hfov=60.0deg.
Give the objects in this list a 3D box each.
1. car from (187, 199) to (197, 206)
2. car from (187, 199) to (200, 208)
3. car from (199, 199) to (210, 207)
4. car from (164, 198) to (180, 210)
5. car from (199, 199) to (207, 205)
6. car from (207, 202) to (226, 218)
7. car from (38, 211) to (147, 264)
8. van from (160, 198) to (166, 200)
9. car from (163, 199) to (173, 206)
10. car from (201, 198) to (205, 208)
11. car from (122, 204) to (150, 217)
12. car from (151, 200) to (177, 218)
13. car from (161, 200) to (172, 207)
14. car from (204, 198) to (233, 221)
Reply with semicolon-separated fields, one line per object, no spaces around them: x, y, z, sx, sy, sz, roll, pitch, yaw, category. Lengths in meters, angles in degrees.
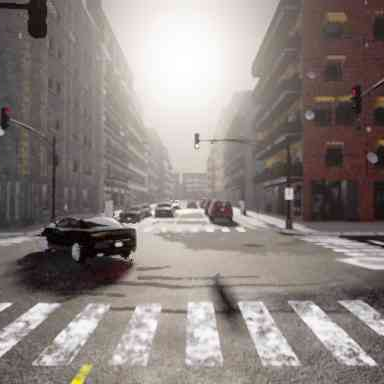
-0.008;2.186;70.297;1.994;1.385;4.181;0;-1;0;car
-0.007;2.259;60.316;1.895;1.301;4.718;0;-1;0;car
2.569;2.226;69.210;1.967;1.590;4.097;1;-1;0;car
-2.819;2.102;52.593;2.033;1.411;5.357;0;-1;0;car
2.739;2.483;84.801;1.801;1.575;5.366;0;-1;0;car
2.576;1.890;36.018;1.752;1.417;4.829;1;-1;0;car
-4.033;1.584;12.444;1.882;1.535;5.008;3;-3;-43;car
-5.307;2.044;63.611;1.690;1.788;3.998;1;-1;0;van
-5.312;2.393;74.564;1.752;1.417;4.829;1;-1;0;car
2.578;1.737;41.415;2.192;1.841;5.009;1;-1;0;car
-5.304;1.871;30.242;1.947;1.339;4.313;1;-1;0;car
-2.850;1.858;35.020;1.837;1.490;4.892;0;0;0;car
-5.312;2.336;69.172;2.008;1.369;4.403;1;-1;0;car
2.581;1.620;30.292;2.192;1.841;5.009;1;-1;0;car
